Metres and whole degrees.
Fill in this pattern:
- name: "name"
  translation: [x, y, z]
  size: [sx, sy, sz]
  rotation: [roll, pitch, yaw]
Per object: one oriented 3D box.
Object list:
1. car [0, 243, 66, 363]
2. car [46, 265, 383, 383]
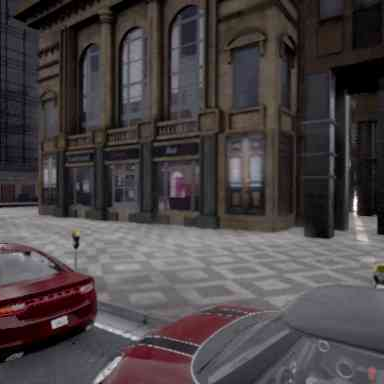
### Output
- name: "car"
  translation: [-3.519, 1.539, 5.581]
  size: [4.507, 1.381, 1.887]
  rotation: [0, 0, 35]
- name: "car"
  translation: [1.081, 1.440, 2.301]
  size: [4.097, 1.590, 1.967]
  rotation: [0, 0, 35]
